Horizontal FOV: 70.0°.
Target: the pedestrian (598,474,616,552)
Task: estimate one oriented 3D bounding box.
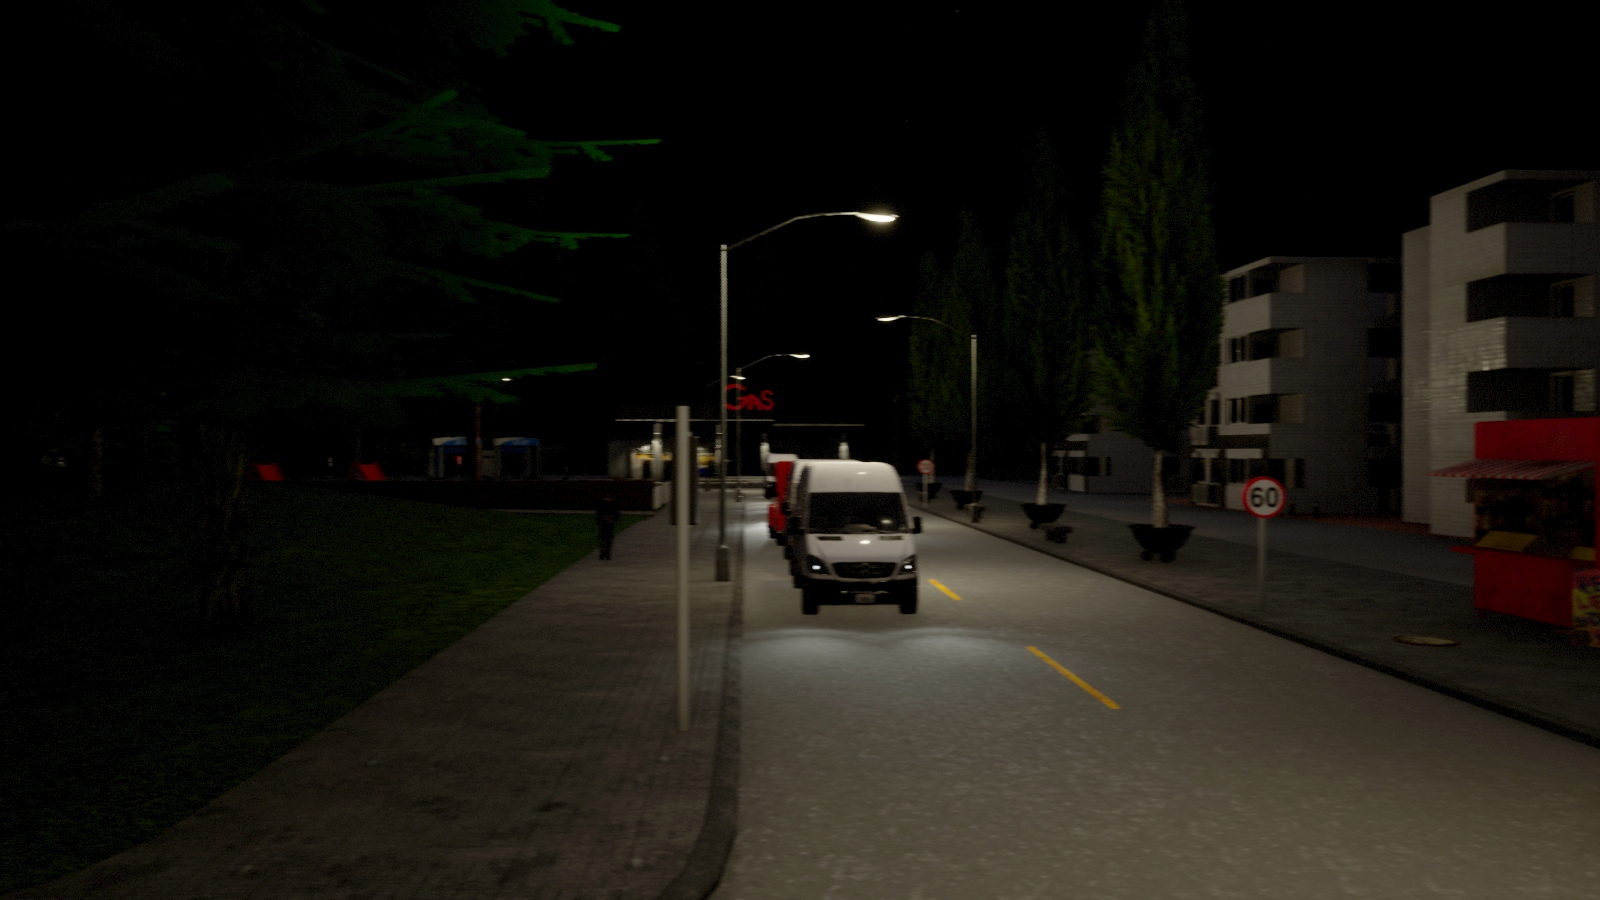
[{"bbox_3d":[-4.655,1.517,27.554,0.375,1.860,0.375,0,0,-3],"label":"pedestrian"}]

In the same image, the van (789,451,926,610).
[{"bbox_3d":[0.906,1.307,21.452,1.988,2.561,5.915,0,0,-3],"label":"van"}]

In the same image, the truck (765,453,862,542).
[{"bbox_3d":[0.308,1.337,34.680,2.627,2.467,5.204,0,0,-3],"label":"truck"}]
